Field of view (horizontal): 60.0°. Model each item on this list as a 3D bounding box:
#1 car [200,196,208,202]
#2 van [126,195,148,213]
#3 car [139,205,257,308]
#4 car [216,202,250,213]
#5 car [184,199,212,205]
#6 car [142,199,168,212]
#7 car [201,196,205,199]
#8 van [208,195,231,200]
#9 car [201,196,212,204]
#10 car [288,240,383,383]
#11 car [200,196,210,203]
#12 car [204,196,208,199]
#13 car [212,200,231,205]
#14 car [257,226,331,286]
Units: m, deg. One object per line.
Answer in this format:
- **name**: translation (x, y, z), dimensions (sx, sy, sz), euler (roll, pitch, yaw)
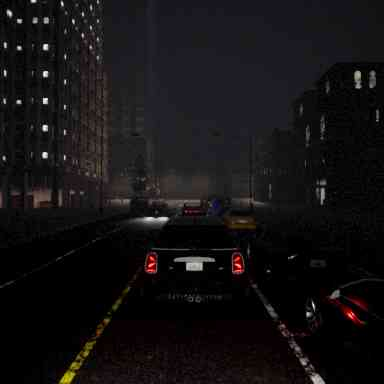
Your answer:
- **car**: translation (2.791, 1.576, 79.937), dimensions (1.802, 1.307, 4.206), euler (1, 0, 0)
- **van**: translation (-5.690, 1.347, 36.112), dimensions (1.690, 1.788, 3.998), euler (1, 0, 0)
- **car**: translation (0.086, 1.354, 8.088), dimensions (2.097, 1.767, 4.553), euler (0, 0, 1)
- **car**: translation (2.694, 1.530, 19.855), dimensions (1.752, 1.417, 4.829), euler (1, 0, 0)
- **car**: translation (0.088, 1.497, 24.325), dimensions (2.128, 1.511, 4.902), euler (0, 0, 0)
- **car**: translation (-3.107, 1.570, 30.982), dimensions (1.994, 1.385, 4.181), euler (0, 0, 0)
- **car**: translation (2.688, 1.321, 41.597), dimensions (2.192, 1.841, 5.009), euler (1, 0, 0)
- **van**: translation (2.692, 1.347, 30.642), dimensions (1.690, 1.788, 3.998), euler (1, 0, 0)
- **car**: translation (2.674, 1.566, 63.507), dimensions (1.947, 1.339, 4.313), euler (1, 0, 0)
- **car**: translation (2.700, 1.567, 3.650), dimensions (1.947, 1.339, 4.313), euler (1, 0, 0)
- **car**: translation (2.672, 1.549, 68.985), dimensions (2.008, 1.369, 4.403), euler (1, 0, 0)
- **car**: translation (2.688, 1.446, 36.119), dimensions (1.967, 1.590, 4.097), euler (1, 0, 0)
- **car**: translation (2.691, 1.556, 25.163), dimensions (2.008, 1.369, 4.403), euler (1, 0, 0)
- **car**: translation (2.698, 1.568, 9.194), dimensions (1.947, 1.339, 4.313), euler (1, 0, 0)
